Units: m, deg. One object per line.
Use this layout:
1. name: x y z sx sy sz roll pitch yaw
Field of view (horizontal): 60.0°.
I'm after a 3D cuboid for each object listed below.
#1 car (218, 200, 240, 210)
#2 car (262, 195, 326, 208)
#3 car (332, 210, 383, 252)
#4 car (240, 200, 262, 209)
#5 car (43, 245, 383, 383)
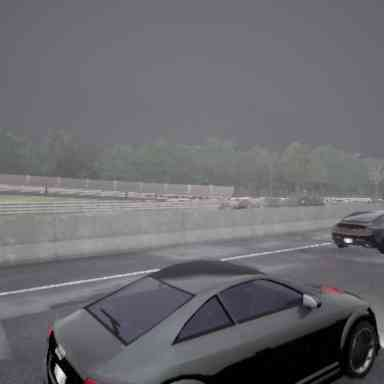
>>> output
1. car: 4.720 1.554 33.141 4.674 1.442 1.812 0 0 -35
2. car: 8.731 1.249 27.405 5.566 2.045 2.150 0 0 -35
3. car: 7.653 1.518 13.498 4.892 1.490 1.837 0 0 -35
4. car: 7.061 1.381 30.511 4.553 1.767 2.097 0 0 -35
5. car: 0.473 1.566 4.082 4.181 1.385 1.994 0 0 -35
